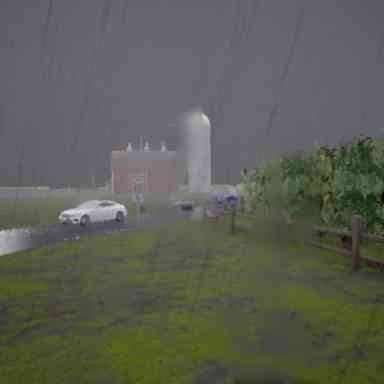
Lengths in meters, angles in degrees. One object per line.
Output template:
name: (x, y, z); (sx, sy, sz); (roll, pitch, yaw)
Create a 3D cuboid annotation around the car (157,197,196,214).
car: (-1.315, 1.131, 29.425); (1.994, 1.385, 4.181); (-1, 1, 29)

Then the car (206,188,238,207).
car: (3.589, 0.604, 38.727); (2.150, 2.045, 5.566); (0, 1, 26)

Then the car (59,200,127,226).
car: (-6.165, 1.257, 21.218); (1.812, 1.442, 4.674); (-1, 1, 31)
